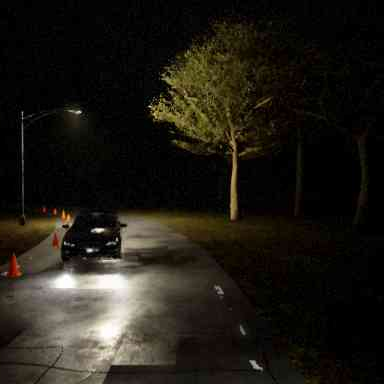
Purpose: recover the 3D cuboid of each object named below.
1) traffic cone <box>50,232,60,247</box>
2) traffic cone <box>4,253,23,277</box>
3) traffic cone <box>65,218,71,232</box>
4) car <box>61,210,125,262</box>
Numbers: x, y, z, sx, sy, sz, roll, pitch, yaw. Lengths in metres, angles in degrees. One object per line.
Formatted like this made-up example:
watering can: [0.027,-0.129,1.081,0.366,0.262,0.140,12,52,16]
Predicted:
traffic cone: [-5.598,1.926,13.637,0.340,0.580,0.340,0,0,-12]
traffic cone: [-4.787,1.945,8.927,0.340,0.580,0.340,0,0,-7]
traffic cone: [-6.821,1.899,18.256,0.340,0.580,0.340,0,0,-17]
car: [-3.511,1.478,12.259,1.837,1.490,4.892,0,0,-11]
